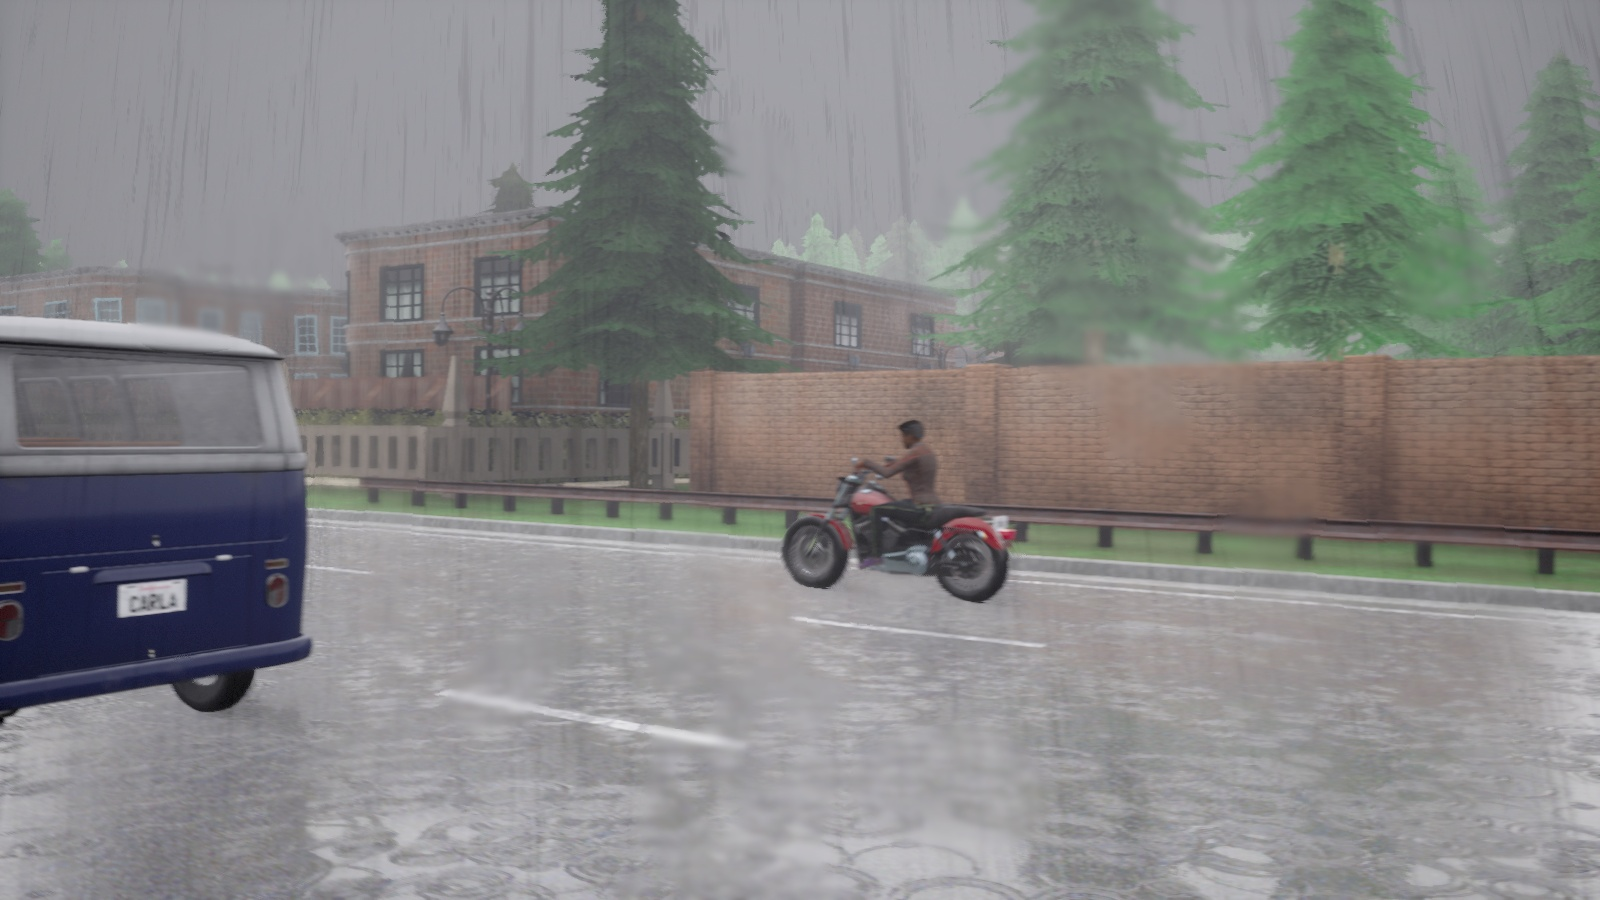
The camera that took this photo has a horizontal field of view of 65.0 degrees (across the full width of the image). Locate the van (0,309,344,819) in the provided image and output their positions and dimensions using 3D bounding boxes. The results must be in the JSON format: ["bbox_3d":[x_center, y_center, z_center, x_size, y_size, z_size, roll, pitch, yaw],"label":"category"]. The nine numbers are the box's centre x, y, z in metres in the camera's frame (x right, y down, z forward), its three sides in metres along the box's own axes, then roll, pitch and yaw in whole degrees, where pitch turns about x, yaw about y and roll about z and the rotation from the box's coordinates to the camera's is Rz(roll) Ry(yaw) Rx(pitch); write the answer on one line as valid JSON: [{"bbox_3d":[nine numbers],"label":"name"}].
[{"bbox_3d":[-4.599,0.434,6.674,4.442,1.987,1.775,0,1,34],"label":"van"}]

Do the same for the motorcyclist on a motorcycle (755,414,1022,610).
[{"bbox_3d":[0.775,0.517,11.511,2.350,1.649,0.766,0,1,34],"label":"motorcyclist on a motorcycle"}]
